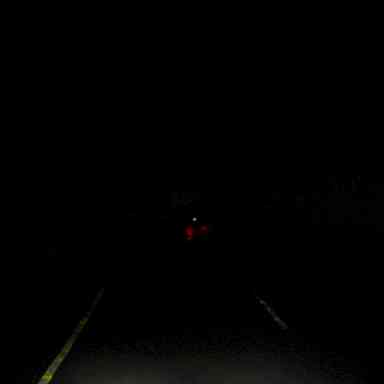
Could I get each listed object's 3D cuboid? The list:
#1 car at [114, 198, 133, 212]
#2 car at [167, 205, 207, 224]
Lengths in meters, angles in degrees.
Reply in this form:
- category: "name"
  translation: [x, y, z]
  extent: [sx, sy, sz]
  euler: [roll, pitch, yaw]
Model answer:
- category: "car"
  translation: [-8.820, 1.498, 39.487]
  extent: [2.128, 1.511, 4.902]
  euler: [0, 0, -40]
- category: "car"
  translation: [-0.523, 1.597, 25.196]
  extent: [1.895, 1.301, 4.718]
  euler: [0, 0, -18]
